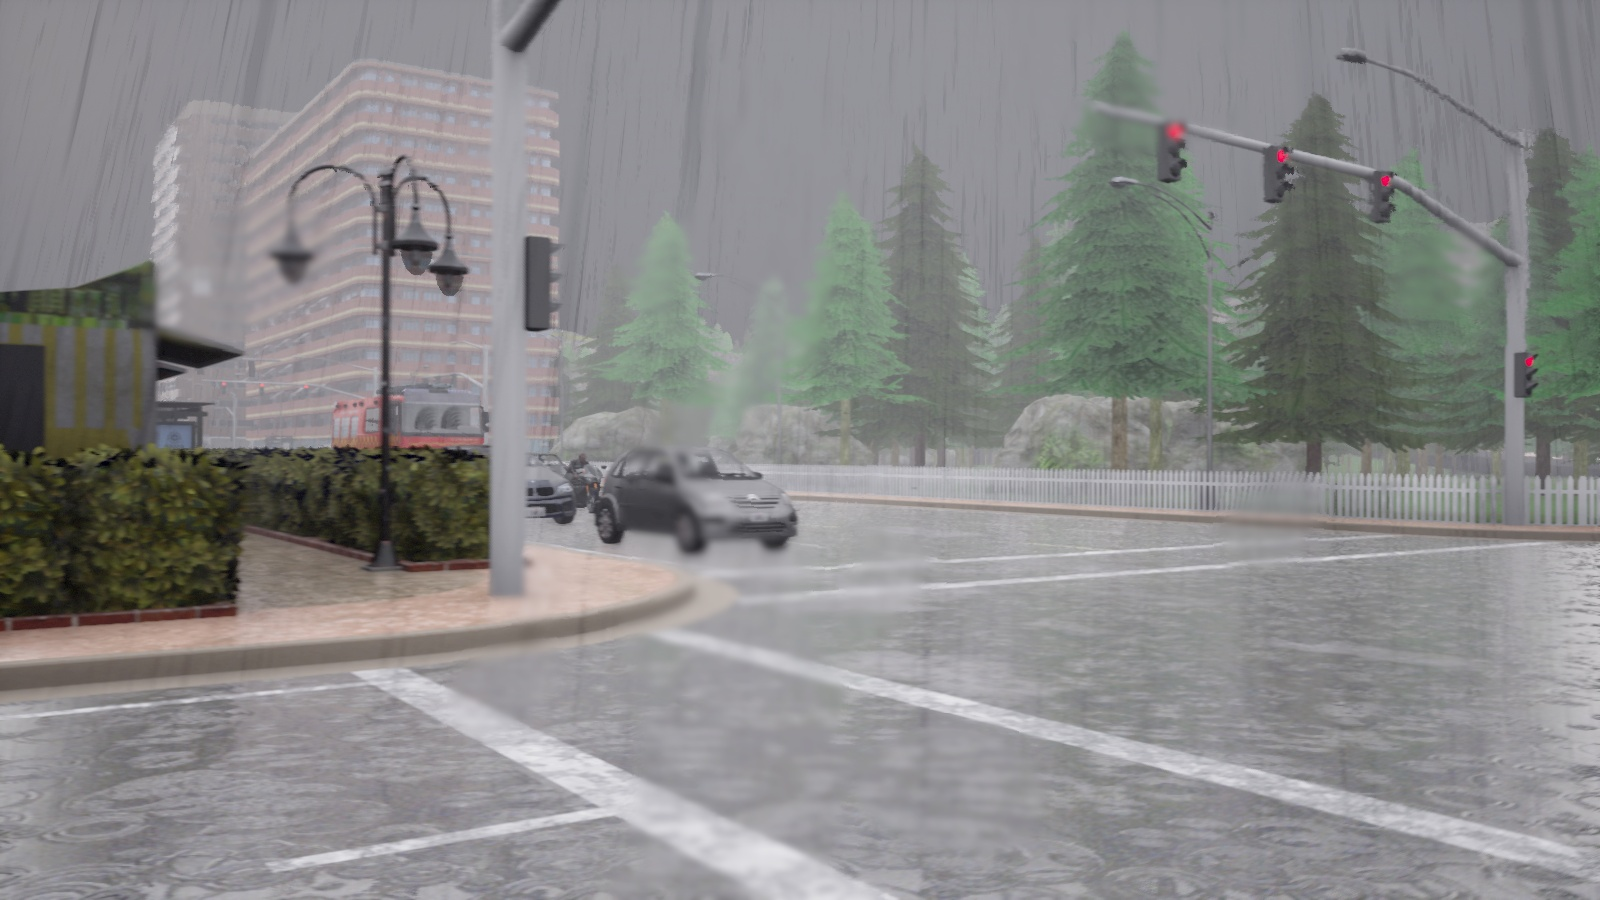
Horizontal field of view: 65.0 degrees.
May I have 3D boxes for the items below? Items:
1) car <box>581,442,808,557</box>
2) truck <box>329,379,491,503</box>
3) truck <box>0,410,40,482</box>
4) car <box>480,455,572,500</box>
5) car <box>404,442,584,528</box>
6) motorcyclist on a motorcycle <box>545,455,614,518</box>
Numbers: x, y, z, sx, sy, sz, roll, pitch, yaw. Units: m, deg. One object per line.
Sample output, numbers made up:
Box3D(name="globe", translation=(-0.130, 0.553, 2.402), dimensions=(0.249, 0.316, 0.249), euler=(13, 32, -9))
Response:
Box3D(name="car", translation=(-1.778, 0.710, 19.932), dimensions=(1.851, 1.617, 3.988), euler=(0, 0, -35))
Box3D(name="truck", translation=(-13.557, -0.269, 43.112), dimensions=(2.891, 3.827, 8.468), euler=(0, 0, -35))
Box3D(name="truck", translation=(-45.250, -0.227, 66.454), dimensions=(8.468, 3.827, 2.891), euler=(0, 0, -35))
Box3D(name="car", translation=(-9.501, 0.908, 43.398), dimensions=(1.845, 1.501, 3.633), euler=(0, 0, -35))
Box3D(name="car", translation=(-6.660, 0.681, 26.986), dimensions=(2.242, 1.667, 4.611), euler=(0, 0, -35))
Box3D(name="motorcyclist on a motorcycle", translation=(-5.554, 0.887, 31.542), dimensions=(0.866, 1.530, 2.191), euler=(0, 0, -35))
